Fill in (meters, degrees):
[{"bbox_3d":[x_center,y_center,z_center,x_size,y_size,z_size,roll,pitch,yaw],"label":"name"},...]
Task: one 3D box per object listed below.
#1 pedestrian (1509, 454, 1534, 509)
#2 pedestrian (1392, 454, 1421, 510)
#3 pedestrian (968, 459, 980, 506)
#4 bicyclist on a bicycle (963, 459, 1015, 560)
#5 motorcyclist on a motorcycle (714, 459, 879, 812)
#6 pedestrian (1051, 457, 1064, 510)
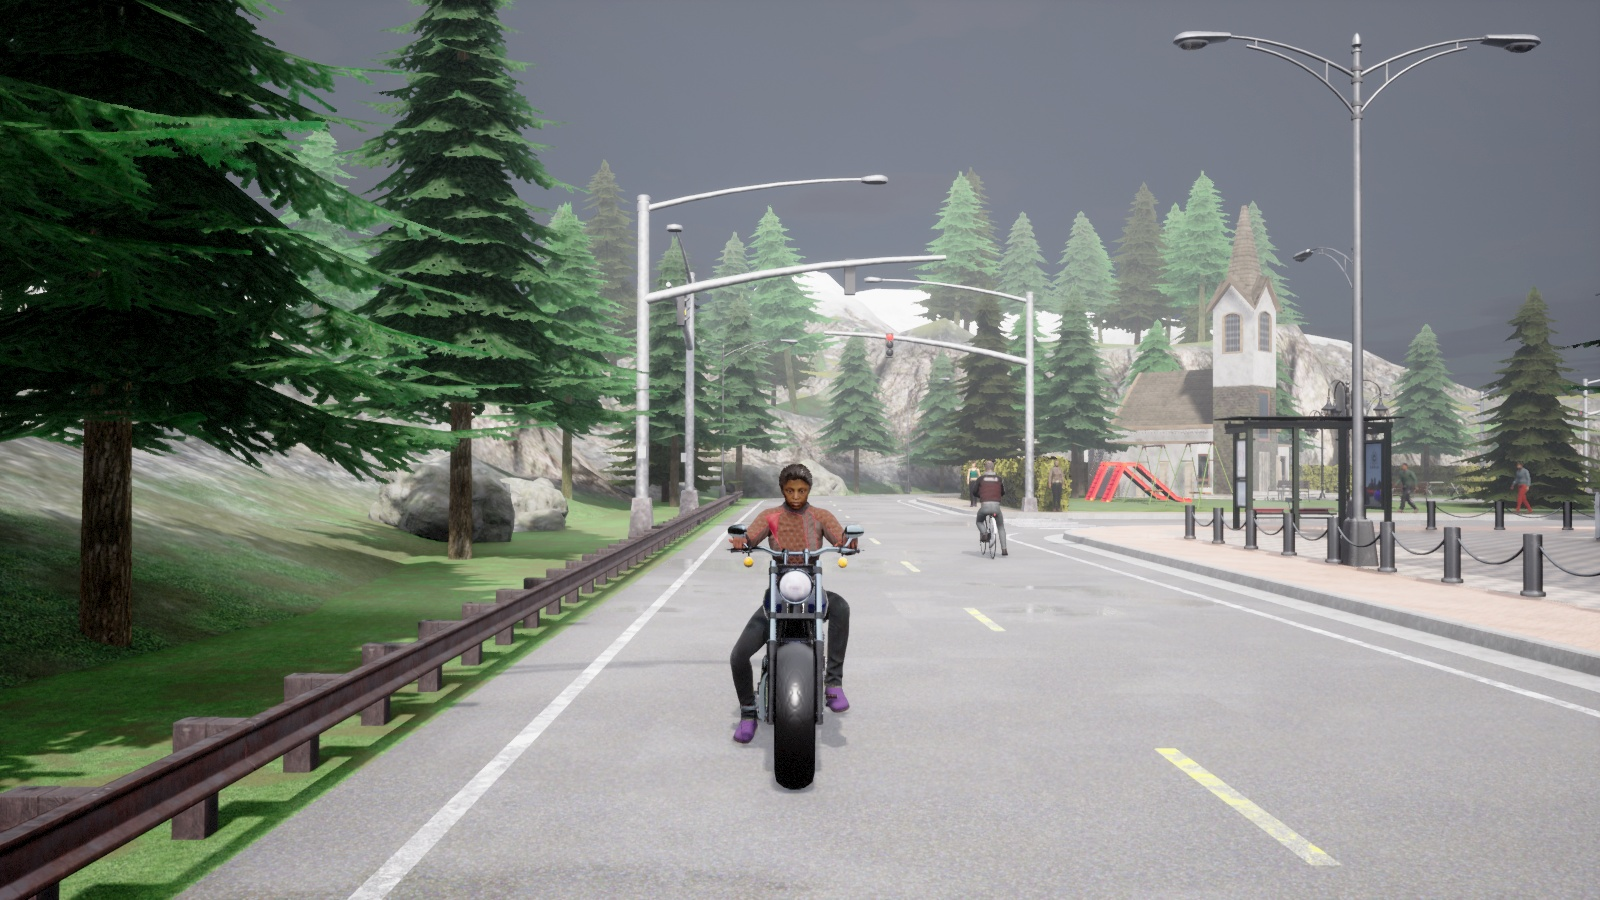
[{"bbox_3d":[24.592,1.078,42.784,0.614,1.847,0.353,0,-1,-1],"label":"pedestrian"},{"bbox_3d":[21.091,1.107,43.665,0.788,1.949,0.423,0,-1,-15],"label":"pedestrian"},{"bbox_3d":[6.875,1.271,49.640,0.345,1.836,0.594,-1,-1,18],"label":"pedestrian"},{"bbox_3d":[3.438,1.056,22.945,0.659,1.776,1.843,0,-1,0],"label":"bicyclist on a bicycle"},{"bbox_3d":[-0.019,0.883,7.064,0.766,1.649,2.350,0,-1,0],"label":"motorcyclist on a motorcycle"},{"bbox_3d":[8.943,1.155,43.646,0.331,1.846,0.634,0,-1,1],"label":"pedestrian"}]
